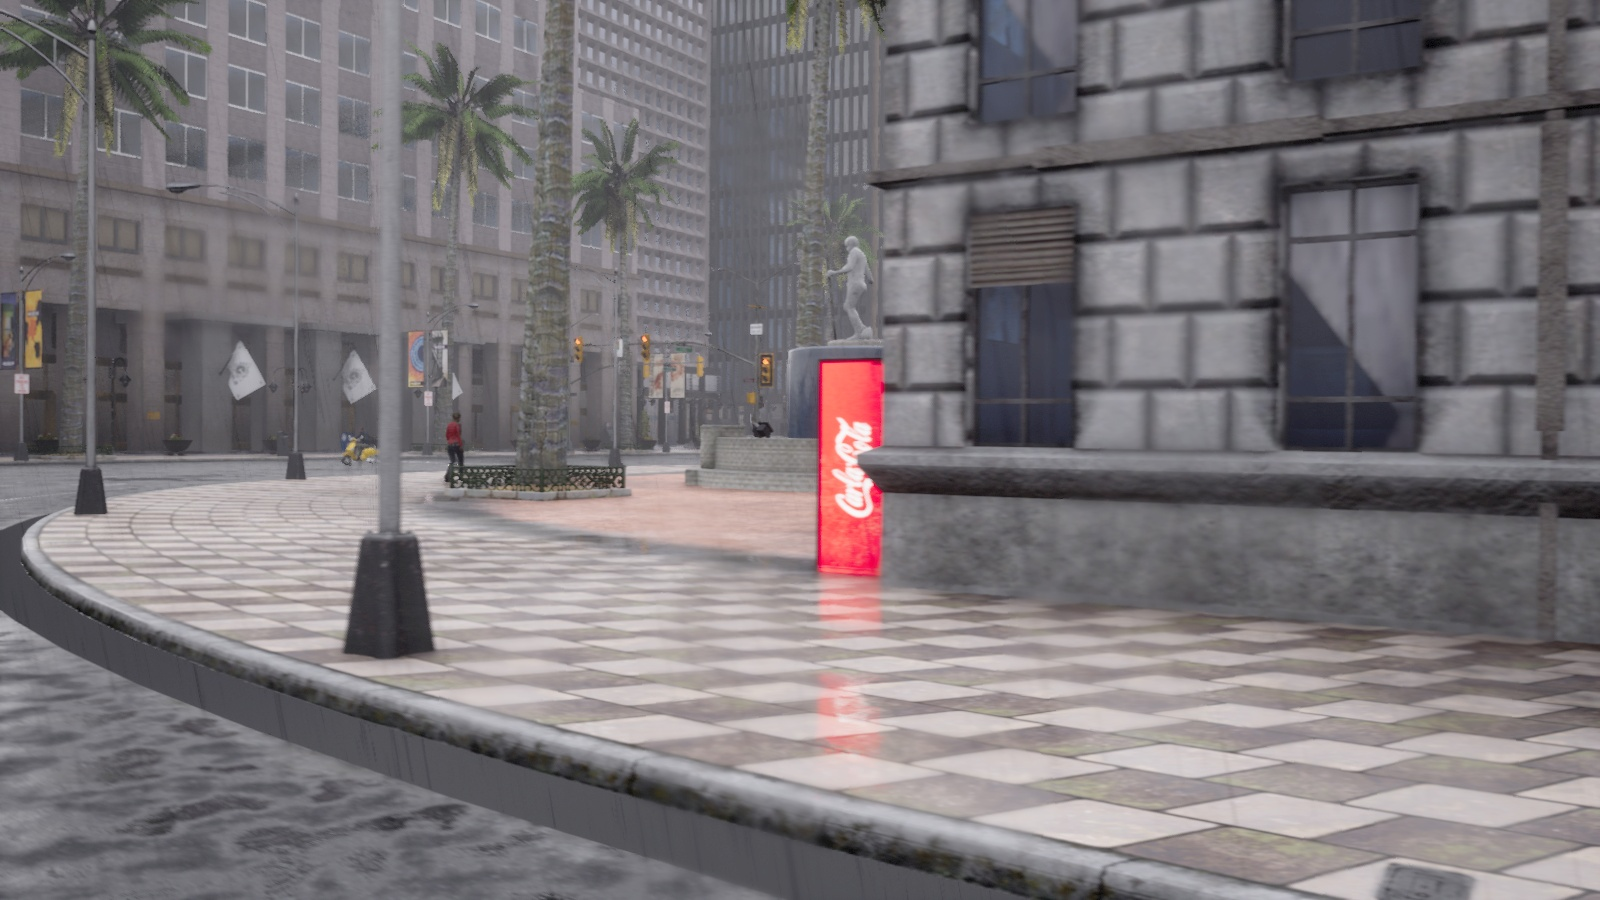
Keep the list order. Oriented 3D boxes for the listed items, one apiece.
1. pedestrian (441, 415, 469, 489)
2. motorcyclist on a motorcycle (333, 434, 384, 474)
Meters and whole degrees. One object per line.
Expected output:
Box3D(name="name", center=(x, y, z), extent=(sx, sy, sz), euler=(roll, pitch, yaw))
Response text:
Box3D(name="pedestrian", center=(-8.722, 0.045, 31.758), extent=(0.331, 1.846, 0.636), euler=(0, 1, 24))
Box3D(name="motorcyclist on a motorcycle", center=(-18.065, 0.162, 51.421), extent=(0.866, 1.590, 1.817), euler=(0, 1, 32))
